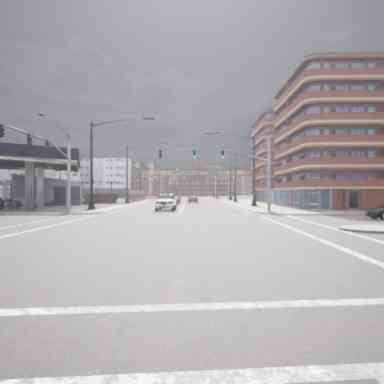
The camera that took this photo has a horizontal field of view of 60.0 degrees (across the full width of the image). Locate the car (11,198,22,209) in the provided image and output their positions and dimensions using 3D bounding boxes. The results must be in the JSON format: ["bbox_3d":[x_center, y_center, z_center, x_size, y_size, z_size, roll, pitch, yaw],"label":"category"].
[{"bbox_3d":[-24.041,1.448,42.630,3.806,1.475,1.970,0,0,1],"label":"car"}]

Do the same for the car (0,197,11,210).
[{"bbox_3d":[-23.323,1.288,36.879,4.611,1.667,2.242,0,0,1],"label":"car"}]

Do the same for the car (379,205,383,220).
[{"bbox_3d":[16.295,1.597,23.487,4.718,1.301,1.895,0,0,-3],"label":"car"}]

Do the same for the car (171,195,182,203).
[{"bbox_3d":[-3.347,1.501,71.269,2.128,1.511,4.902,0,0,0],"label":"car"}]

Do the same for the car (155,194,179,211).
[{"bbox_3d":[-3.130,1.214,40.331,2.150,2.045,5.566,0,0,2],"label":"car"}]

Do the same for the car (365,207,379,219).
[{"bbox_3d":[16.676,1.500,26.962,4.892,1.490,1.837,0,0,0],"label":"car"}]

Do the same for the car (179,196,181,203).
[{"bbox_3d":[-3.218,1.538,50.627,2.033,1.411,5.357,0,0,0],"label":"car"}]

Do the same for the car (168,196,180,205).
[{"bbox_3d":[-3.258,1.537,60.940,2.033,1.411,5.357,0,0,0],"label":"car"}]

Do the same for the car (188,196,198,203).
[{"bbox_3d":[0.190,1.480,66.996,2.128,1.511,4.902,0,0,0],"label":"car"}]
